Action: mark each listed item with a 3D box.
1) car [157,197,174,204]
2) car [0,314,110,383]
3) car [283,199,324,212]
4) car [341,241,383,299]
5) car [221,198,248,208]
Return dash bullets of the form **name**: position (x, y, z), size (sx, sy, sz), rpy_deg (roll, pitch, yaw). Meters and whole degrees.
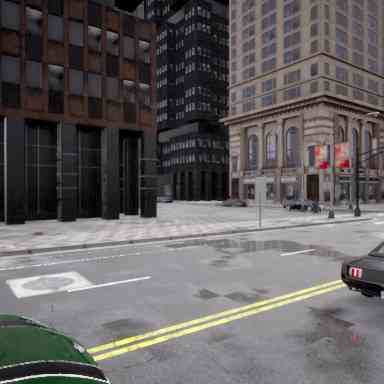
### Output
- **car**: position (-5.514, 1.611, 64.184), size (2.033, 1.411, 5.357), rpy_deg (0, 0, -35)
- **car**: position (-2.606, 1.353, 1.578), size (4.553, 1.767, 2.097), rpy_deg (0, 0, -36)
- **car**: position (12.744, 1.516, 38.244), size (2.128, 1.511, 4.902), rpy_deg (0, 0, -35)
- **car**: position (5.383, 1.600, 7.284), size (4.718, 1.301, 1.895), rpy_deg (0, 0, -35)
- **car**: position (6.033, 1.601, 47.719), size (1.994, 1.385, 4.181), rpy_deg (0, 0, -36)
